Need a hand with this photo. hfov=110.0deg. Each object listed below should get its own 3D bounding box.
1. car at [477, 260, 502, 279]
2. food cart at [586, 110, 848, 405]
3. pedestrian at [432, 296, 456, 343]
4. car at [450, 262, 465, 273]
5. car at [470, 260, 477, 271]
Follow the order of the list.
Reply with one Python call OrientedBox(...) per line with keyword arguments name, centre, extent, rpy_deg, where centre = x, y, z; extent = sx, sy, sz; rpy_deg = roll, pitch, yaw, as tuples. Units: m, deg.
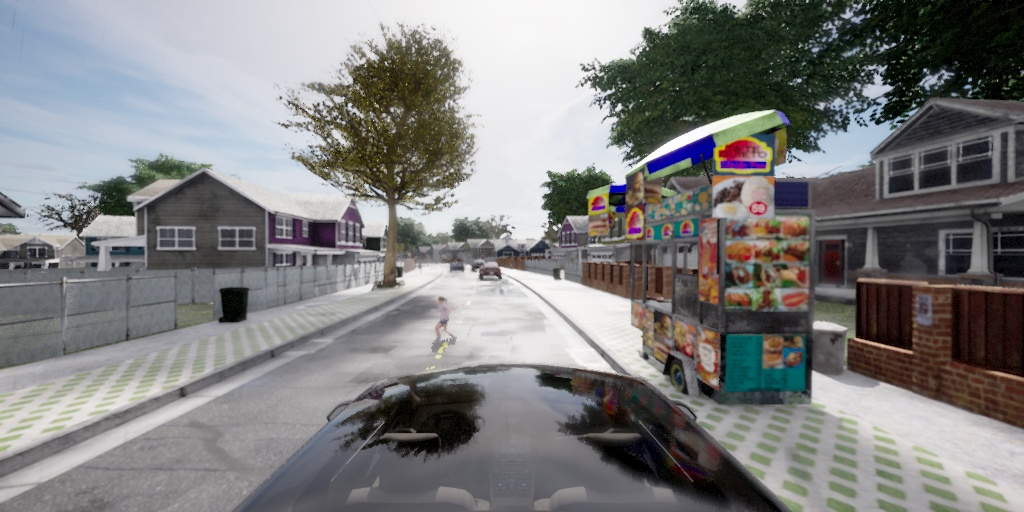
OrientedBox(name="car", centre=(-1.984, 1.264, 32.396), extent=(1.812, 1.442, 4.674), rpy_deg=(0, 0, -7))
OrientedBox(name="food cart", centre=(2.955, 0.207, 6.151), extent=(2.280, 3.560, 4.660), rpy_deg=(0, 0, -1))
OrientedBox(name="pedestrian", centre=(-1.529, 1.415, 8.154), extent=(0.500, 1.100, 0.500), rpy_deg=(-1, 1, -10))
OrientedBox(name="car", centre=(-6.776, 1.364, 44.496), extent=(1.895, 1.301, 4.718), rpy_deg=(0, 0, -10))
OrientedBox(name="car", centre=(-4.502, 1.266, 48.403), extent=(1.837, 1.490, 4.892), rpy_deg=(0, -1, -11))
